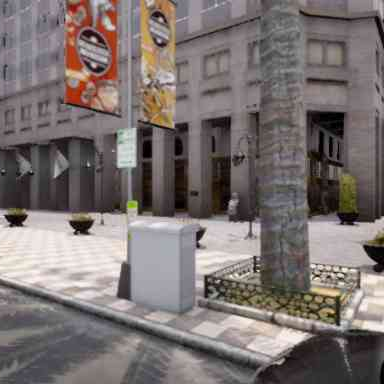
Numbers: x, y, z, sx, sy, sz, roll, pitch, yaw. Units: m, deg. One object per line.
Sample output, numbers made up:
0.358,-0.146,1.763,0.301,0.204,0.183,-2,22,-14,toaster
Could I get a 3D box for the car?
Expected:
2.543,1.514,1.675,4.786,1.482,2.161,0,0,35,car
